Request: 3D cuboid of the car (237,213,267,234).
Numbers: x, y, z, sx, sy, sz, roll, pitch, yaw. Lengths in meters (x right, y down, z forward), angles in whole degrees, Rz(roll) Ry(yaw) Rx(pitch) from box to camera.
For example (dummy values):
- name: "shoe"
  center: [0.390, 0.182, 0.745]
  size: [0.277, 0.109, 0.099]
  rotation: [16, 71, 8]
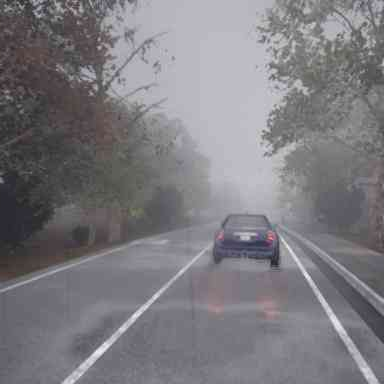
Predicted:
- name: "car"
  center: [4.641, 2.327, 25.335]
  size: [2.033, 1.411, 5.357]
  rotation: [0, -4, 12]

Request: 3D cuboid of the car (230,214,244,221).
- name: "car"
  center: [8.097, 4.517, 59.292]
  size: [1.895, 1.301, 4.718]
  rotation: [0, -3, 15]

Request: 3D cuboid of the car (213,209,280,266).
- name: "car"
  center: [2.075, 1.502, 12.335]
  size: [2.097, 1.767, 4.553]
  rotation: [0, -2, 12]
